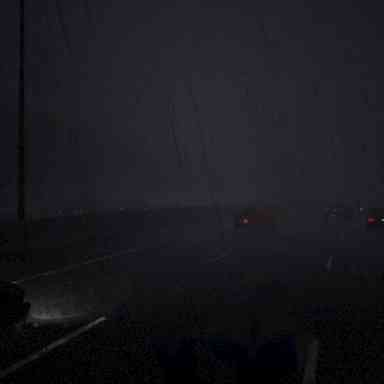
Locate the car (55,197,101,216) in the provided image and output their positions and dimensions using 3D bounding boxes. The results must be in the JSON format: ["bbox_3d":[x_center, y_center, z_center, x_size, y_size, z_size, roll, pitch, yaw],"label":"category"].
[{"bbox_3d":[-10.354,1.505,31.314,2.128,1.511,4.902,0,0,30],"label":"car"}]

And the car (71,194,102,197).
[{"bbox_3d":[-11.851,1.237,35.681,2.150,2.045,5.566,0,0,31],"label":"car"}]

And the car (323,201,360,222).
[{"bbox_3d":[12.122,1.604,27.362,2.128,1.511,4.902,0,0,33],"label":"car"}]

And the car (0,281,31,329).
[{"bbox_3d":[-4.370,1.532,3.295,2.033,1.411,5.357,0,0,22],"label":"car"}]

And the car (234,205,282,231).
[{"bbox_3d":[4.330,1.541,21.363,1.882,1.535,5.008,0,0,29],"label":"car"}]

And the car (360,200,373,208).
[{"bbox_3d":[19.903,1.696,38.037,1.812,1.442,4.674,0,0,39],"label":"car"}]

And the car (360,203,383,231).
[{"bbox_3d":[12.059,1.646,20.840,2.033,1.411,5.357,0,0,31],"label":"car"}]

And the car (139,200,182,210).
[{"bbox_3d":[-2.408,1.652,31.000,1.895,1.301,4.718,0,0,31],"label":"car"}]

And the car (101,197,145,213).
[{"bbox_3d":[-5.985,1.387,31.800,2.097,1.767,4.553,0,0,31],"label":"car"}]
